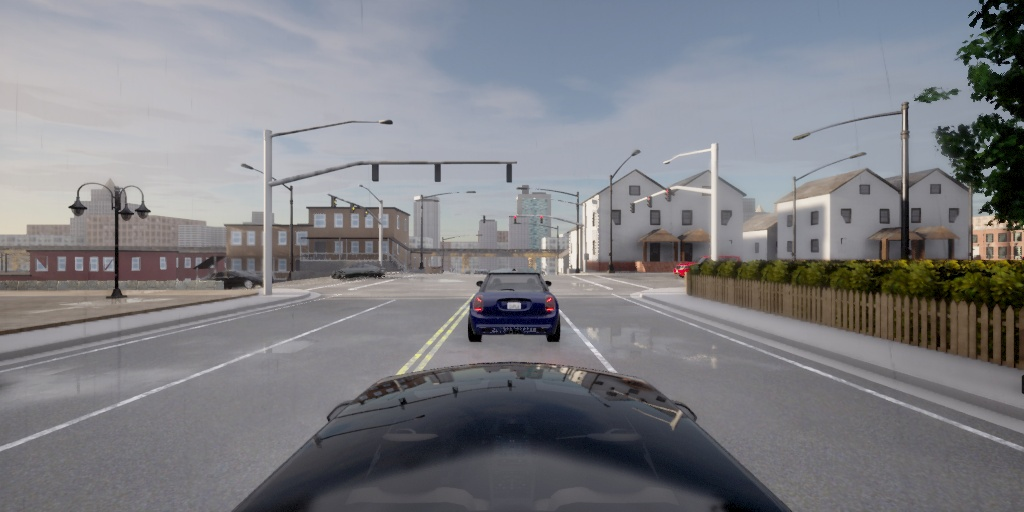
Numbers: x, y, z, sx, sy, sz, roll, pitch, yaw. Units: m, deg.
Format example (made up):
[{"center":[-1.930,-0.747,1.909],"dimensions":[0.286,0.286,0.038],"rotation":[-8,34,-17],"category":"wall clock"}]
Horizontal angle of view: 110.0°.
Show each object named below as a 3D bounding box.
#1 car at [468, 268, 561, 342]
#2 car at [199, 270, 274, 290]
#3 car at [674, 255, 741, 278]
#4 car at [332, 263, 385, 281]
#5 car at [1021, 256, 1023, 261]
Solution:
[{"center":[0.055,1.102,9.942],"dimensions":[2.097,1.767,4.553],"rotation":[0,0,0],"category":"car"},{"center":[-20.509,1.789,26.749],"dimensions":[4.892,1.490,1.837],"rotation":[-5,0,-1],"category":"car"},{"center":[17.042,0.972,31.060],"dimensions":[5.566,2.045,2.150],"rotation":[0,0,-1],"category":"car"},{"center":[-13.027,1.313,30.566],"dimensions":[4.181,1.385,1.994],"rotation":[-3,0,-1],"category":"car"},{"center":[42.784,0.971,27.774],"dimensions":[5.566,2.045,2.150],"rotation":[0,0,-1],"category":"car"}]
